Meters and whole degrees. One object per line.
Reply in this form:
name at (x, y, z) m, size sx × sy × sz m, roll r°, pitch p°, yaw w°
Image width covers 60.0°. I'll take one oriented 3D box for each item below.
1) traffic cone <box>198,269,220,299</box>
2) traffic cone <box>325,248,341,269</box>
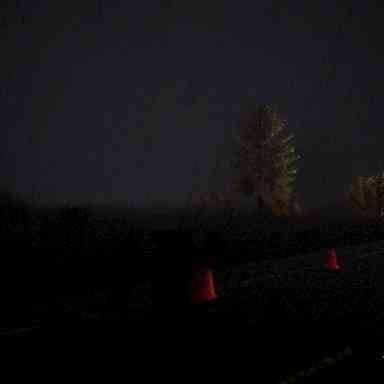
traffic cone at (0.373, 1.993, 7.302) m, size 0.340 × 0.580 × 0.340 m, roll 1°, pitch 0°, yaw -36°
traffic cone at (4.347, 2.031, 10.266) m, size 0.340 × 0.580 × 0.340 m, roll 1°, pitch 0°, yaw -37°
